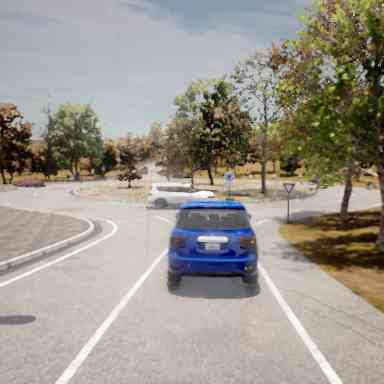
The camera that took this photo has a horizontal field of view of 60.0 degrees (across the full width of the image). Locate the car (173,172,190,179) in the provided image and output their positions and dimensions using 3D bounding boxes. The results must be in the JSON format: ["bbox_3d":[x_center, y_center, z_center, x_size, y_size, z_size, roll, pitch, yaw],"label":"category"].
[{"bbox_3d":[-2.381,-3.466,70.519,4.181,1.385,1.994,4,7,40],"label":"car"}]

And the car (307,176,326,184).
[{"bbox_3d":[20.271,-1.857,52.674,1.837,1.490,4.892,-1,5,-18],"label":"car"}]

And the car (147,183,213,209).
[{"bbox_3d":[-0.874,0.334,27.364,5.566,2.045,2.150,1,6,5],"label":"car"}]

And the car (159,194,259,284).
[{"bbox_3d":[0.614,1.236,9.819,2.150,2.045,5.566,0,1,4],"label":"car"}]

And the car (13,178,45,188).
[{"bbox_3d":[-23.696,-1.360,48.401,4.181,1.385,1.994,-2,6,-15],"label":"car"}]
